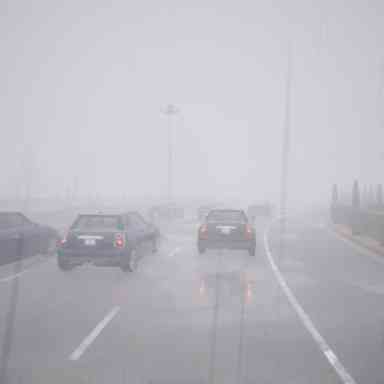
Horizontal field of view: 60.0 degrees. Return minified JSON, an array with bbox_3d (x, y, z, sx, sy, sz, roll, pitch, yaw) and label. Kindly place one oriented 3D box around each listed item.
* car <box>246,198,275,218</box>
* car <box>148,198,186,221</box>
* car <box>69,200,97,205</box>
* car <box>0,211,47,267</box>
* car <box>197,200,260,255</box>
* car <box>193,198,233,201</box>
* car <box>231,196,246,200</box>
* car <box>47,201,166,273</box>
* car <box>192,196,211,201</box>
[{"bbox_3d":[6.545,1.530,31.055,1.882,1.535,5.008,0,0,22],"label":"car"},{"bbox_3d":[-2.027,1.546,27.972,1.837,1.490,4.892,0,0,18],"label":"car"},{"bbox_3d":[-12.742,1.619,39.852,2.033,1.411,5.357,0,0,23],"label":"car"},{"bbox_3d":[-6.039,1.345,10.306,2.097,1.767,4.553,0,0,7],"label":"car"},{"bbox_3d":[1.520,1.372,13.600,2.097,1.767,4.553,0,0,9],"label":"car"},{"bbox_3d":[1.880,1.550,28.620,1.837,1.490,4.892,0,0,19],"label":"car"},{"bbox_3d":[10.309,1.633,74.059,2.033,1.411,5.357,0,-1,43],"label":"car"},{"bbox_3d":[-2.448,1.358,10.956,2.097,1.767,4.553,0,0,7],"label":"car"},{"bbox_3d":[1.629,1.476,52.119,2.097,1.767,4.553,0,0,33],"label":"car"}]
